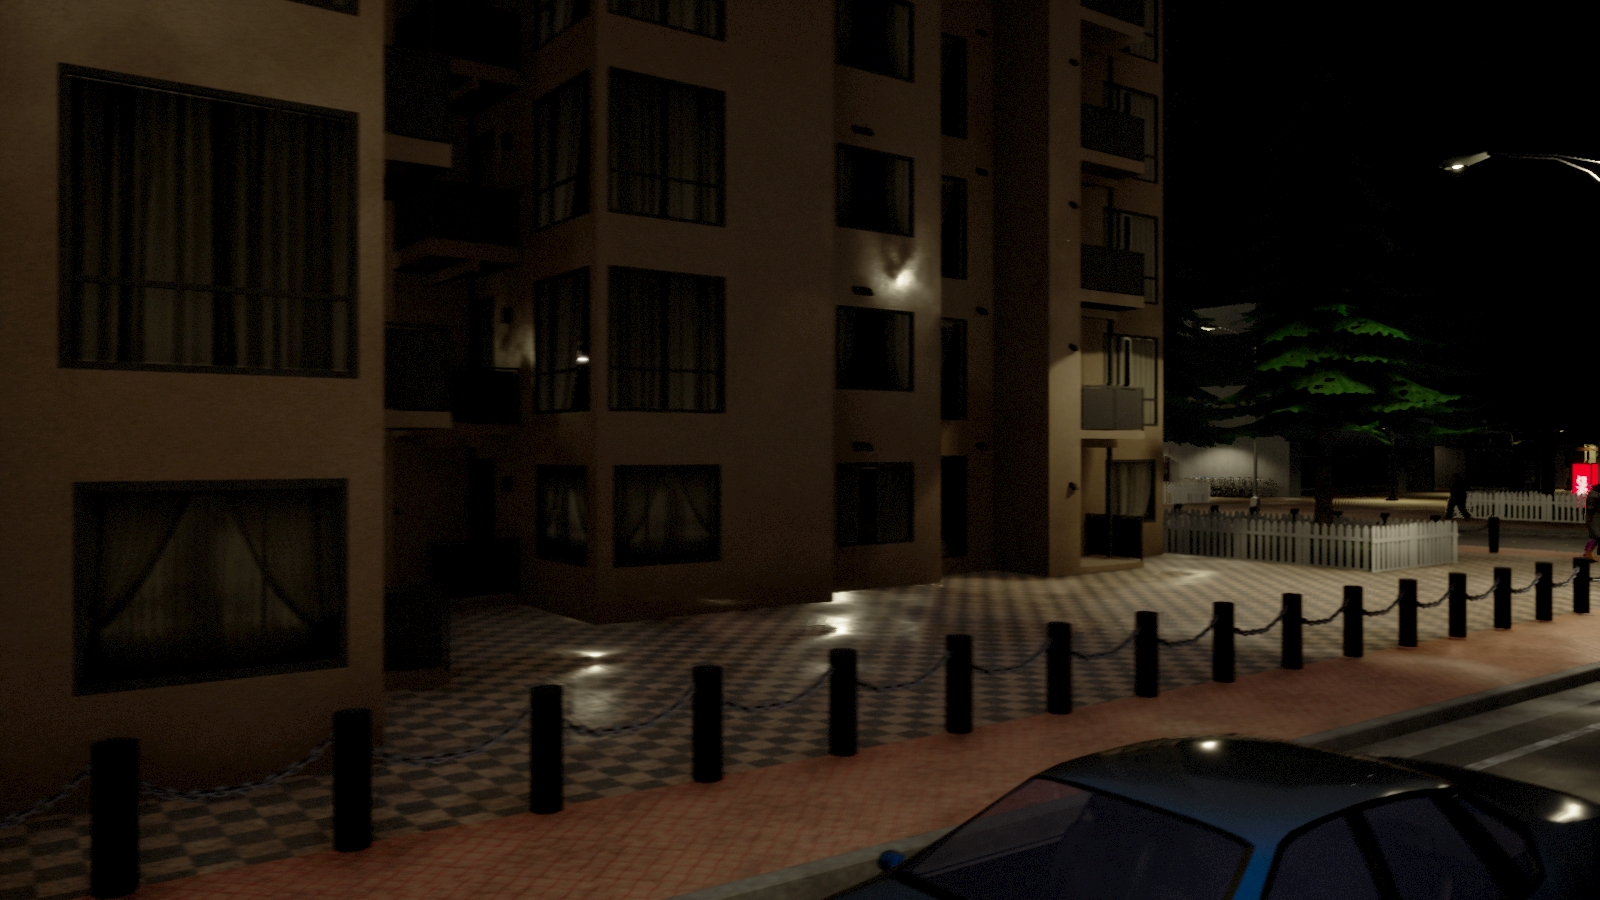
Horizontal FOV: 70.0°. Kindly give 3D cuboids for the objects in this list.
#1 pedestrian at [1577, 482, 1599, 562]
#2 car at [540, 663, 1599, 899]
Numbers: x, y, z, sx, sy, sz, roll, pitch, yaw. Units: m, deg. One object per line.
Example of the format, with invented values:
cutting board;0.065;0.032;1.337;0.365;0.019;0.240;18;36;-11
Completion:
pedestrian;18.657;1.688;27.049;0.375;1.860;0.375;0;0;25
car;1.793;2.086;5.028;5.357;1.411;2.033;0;0;-35
